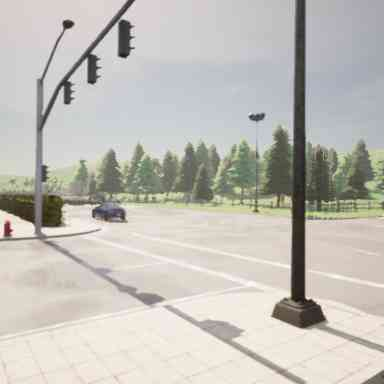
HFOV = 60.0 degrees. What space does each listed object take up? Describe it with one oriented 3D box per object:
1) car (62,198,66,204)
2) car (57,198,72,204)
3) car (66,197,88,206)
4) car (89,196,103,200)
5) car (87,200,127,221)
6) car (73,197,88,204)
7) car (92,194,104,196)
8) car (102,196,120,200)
[{"bbox_3d":[-24.674,1.671,60.189,1.882,1.535,5.008,1,-1,-35],"label":"car"},{"bbox_3d":[-26.266,1.835,68.492,1.895,1.301,4.718,1,-1,-35],"label":"car"},{"bbox_3d":[-21.128,1.765,61.214,1.812,1.442,4.674,1,-1,-34],"label":"car"},{"bbox_3d":[-18.888,1.887,64.122,1.895,1.301,4.718,1,-1,-34],"label":"car"},{"bbox_3d":[-7.183,1.666,28.641,1.812,1.442,4.674,1,0,-35],"label":"car"},{"bbox_3d":[-23.934,1.839,71.284,1.994,1.385,4.181,1,-1,-35],"label":"car"},{"bbox_3d":[-20.864,1.558,73.012,2.150,2.045,5.566,1,-1,-35],"label":"car"},{"bbox_3d":[-15.250,1.933,65.023,1.895,1.301,4.718,1,-1,-35],"label":"car"}]
